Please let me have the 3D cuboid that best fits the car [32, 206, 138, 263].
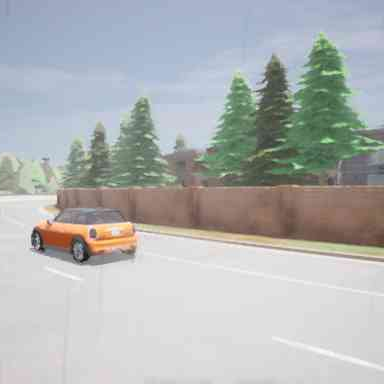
[{"bbox_3d":[-4.065,1.346,12.249,4.553,1.767,2.097,0,0,42],"label":"car"}]
